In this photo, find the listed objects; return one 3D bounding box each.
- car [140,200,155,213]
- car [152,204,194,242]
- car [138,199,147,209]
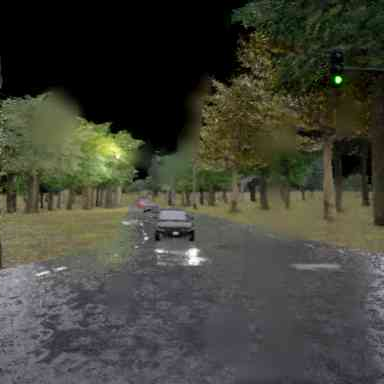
[{"bbox_3d":[-5.650,2.134,45.138,2.033,1.411,5.357,1,-1,-10],"label":"car"},{"bbox_3d":[-0.998,1.628,17.587,1.882,1.535,5.008,1,-1,-6],"label":"car"},{"bbox_3d":[-10.196,2.525,70.326,2.150,2.045,5.566,1,-2,-10],"label":"car"}]
